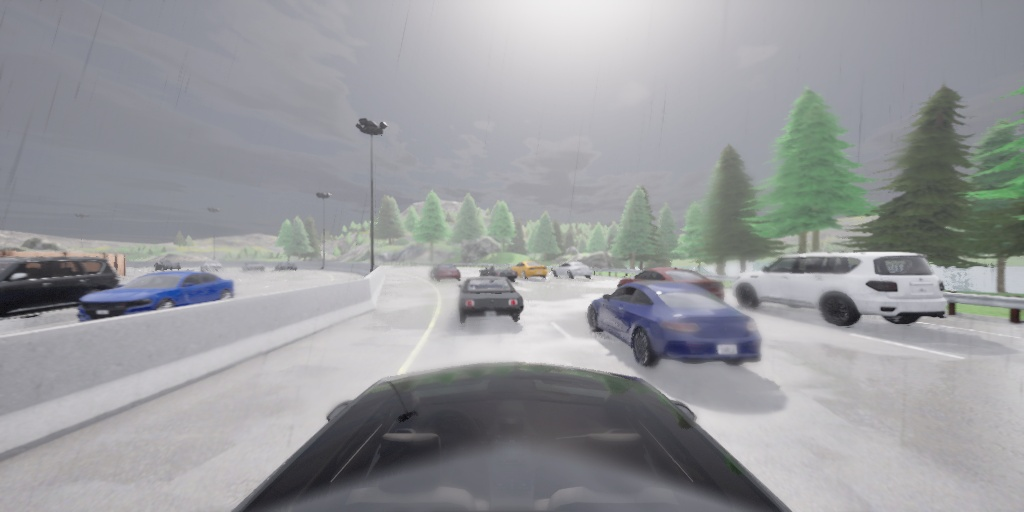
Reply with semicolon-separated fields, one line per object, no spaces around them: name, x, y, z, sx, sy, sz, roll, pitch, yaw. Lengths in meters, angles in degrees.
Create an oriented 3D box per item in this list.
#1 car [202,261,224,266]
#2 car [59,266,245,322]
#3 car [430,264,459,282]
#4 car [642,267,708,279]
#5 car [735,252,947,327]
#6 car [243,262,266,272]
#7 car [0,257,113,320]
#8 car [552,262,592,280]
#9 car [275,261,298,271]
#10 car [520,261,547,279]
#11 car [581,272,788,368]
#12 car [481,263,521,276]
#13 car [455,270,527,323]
car;-41.673;1.435;49.934;4.674;1.442;1.812;0;0;38
car;-11.710;1.276;12.318;1.882;1.535;5.008;0;0;-10
car;-5.549;1.310;29.617;1.994;1.385;4.181;0;0;-21
car;5.866;1.183;13.933;1.882;1.535;5.008;0;0;-9
car;9.766;0.910;11.461;2.150;2.045;5.566;0;0;-6
car;-35.057;1.477;48.749;4.718;1.301;1.895;0;0;44
car;-14.911;1.038;10.601;2.150;2.045;5.566;0;0;-9
car;5.155;1.215;30.960;1.812;1.442;4.674;0;0;-19
car;-31.602;1.421;50.223;1.994;1.385;4.181;0;0;-45
car;1.334;1.187;31.212;1.882;1.535;5.008;0;0;-20
car;3.089;1.253;7.742;1.812;1.442;4.674;0;0;-5
car;-1.154;1.326;28.019;1.895;1.301;4.718;0;0;-19
car;-0.888;1.343;12.242;1.895;1.301;4.718;0;0;-8
